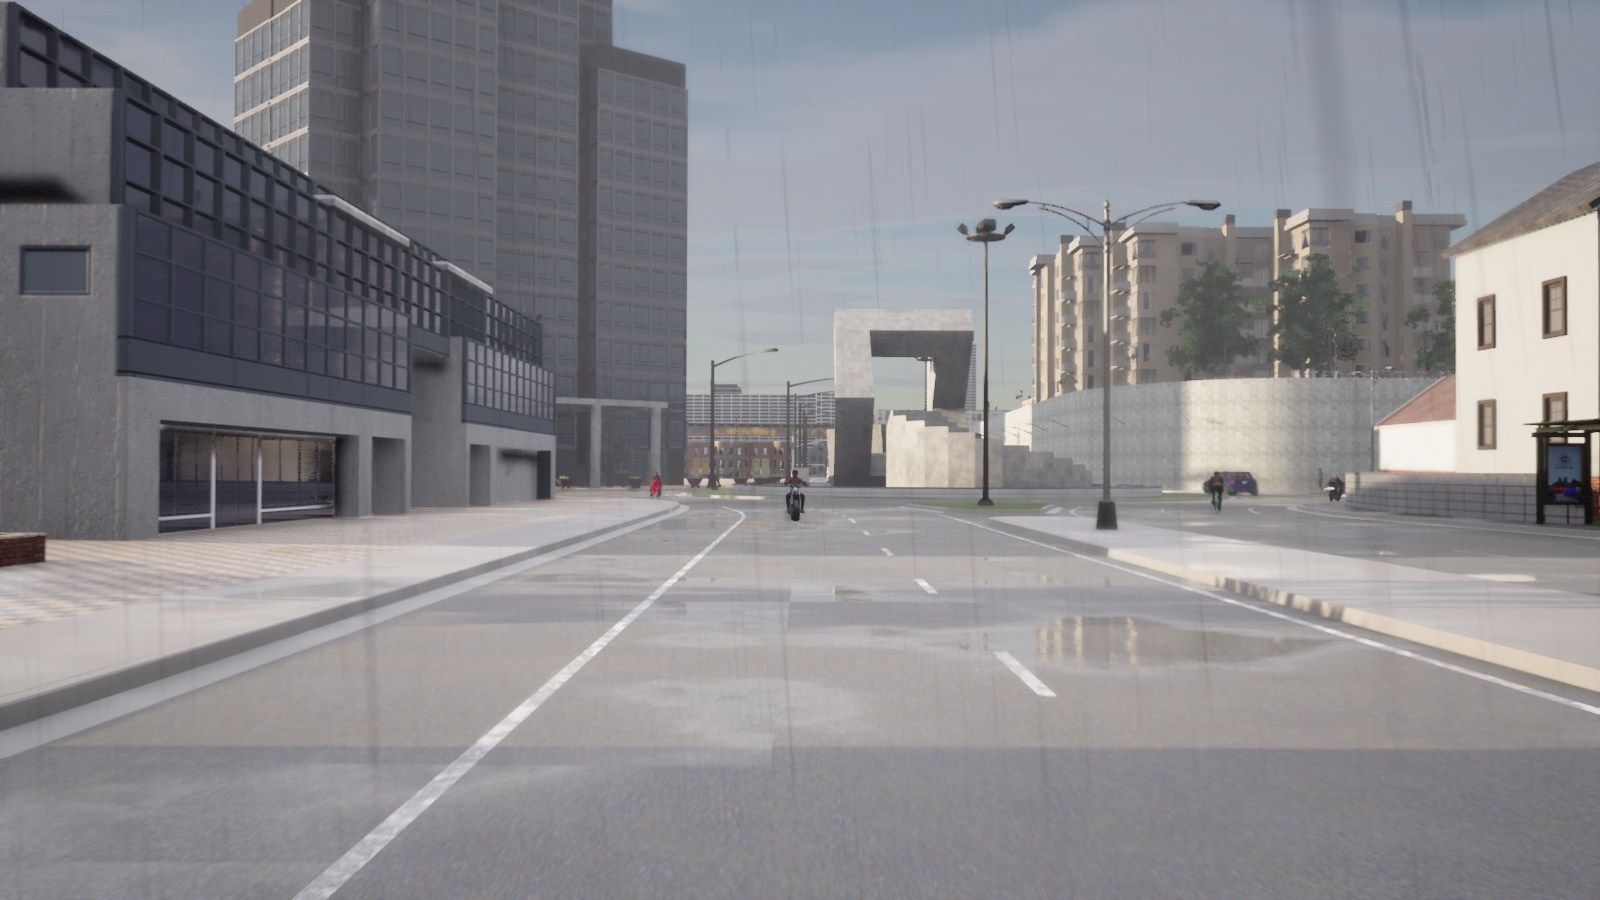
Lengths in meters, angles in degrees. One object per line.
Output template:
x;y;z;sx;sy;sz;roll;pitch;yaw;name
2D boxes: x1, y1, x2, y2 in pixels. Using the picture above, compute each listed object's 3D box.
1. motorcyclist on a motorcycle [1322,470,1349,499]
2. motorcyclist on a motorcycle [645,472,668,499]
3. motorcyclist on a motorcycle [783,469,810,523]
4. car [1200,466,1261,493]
29.421;1.887;68.990;0.866;1.530;2.191;-2;-2;35;motorcyclist on a motorcycle
-8.365;2.054;73.120;0.797;1.523;2.044;1;-1;-23;motorcyclist on a motorcycle
-0.129;1.426;39.472;0.766;1.649;2.350;0;-1;-2;motorcyclist on a motorcycle
29.086;1.980;85.032;2.097;1.767;4.553;0;-1;-7;car
